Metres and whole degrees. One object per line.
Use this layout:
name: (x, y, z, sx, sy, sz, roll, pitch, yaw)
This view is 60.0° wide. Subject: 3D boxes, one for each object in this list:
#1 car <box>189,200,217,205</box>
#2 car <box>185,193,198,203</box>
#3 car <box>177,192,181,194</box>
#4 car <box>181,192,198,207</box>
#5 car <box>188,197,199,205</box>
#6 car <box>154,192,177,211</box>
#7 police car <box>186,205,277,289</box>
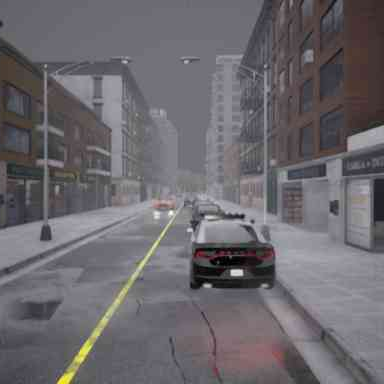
car: (0.873, 1.424, 19.070, 1.837, 1.490, 4.892, 0, 0, 0)
car: (-0.086, 1.073, 59.546, 2.097, 1.767, 4.553, 0, 0, 0)
car: (-3.114, 0.592, 79.015, 2.097, 1.767, 4.553, 0, 0, 0)
car: (-0.054, 1.143, 45.959, 2.097, 1.767, 4.553, 0, 0, 0)
car: (0.864, 1.370, 25.070, 1.882, 1.535, 5.008, 0, 0, 0)
car: (-3.151, 1.180, 38.416, 2.097, 1.767, 4.553, 0, 0, 0)
police car: (0.888, 1.387, 9.180, 1.930, 1.638, 5.238, 0, 0, 0)
